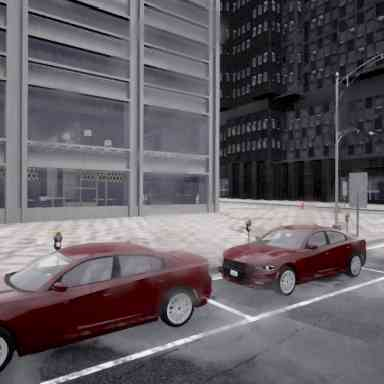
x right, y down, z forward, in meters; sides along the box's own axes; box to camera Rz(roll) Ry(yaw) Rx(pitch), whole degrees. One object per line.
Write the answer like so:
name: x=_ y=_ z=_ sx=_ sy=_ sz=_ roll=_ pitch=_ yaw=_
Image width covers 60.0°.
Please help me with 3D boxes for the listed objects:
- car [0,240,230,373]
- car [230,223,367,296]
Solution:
car: x=-1.739 y=1.545 z=5.426 sx=4.507 sy=1.381 sz=1.887 roll=0 pitch=0 yaw=-36
car: x=2.754 y=1.545 z=8.642 sx=4.507 sy=1.381 sz=1.887 roll=0 pitch=0 yaw=-36
